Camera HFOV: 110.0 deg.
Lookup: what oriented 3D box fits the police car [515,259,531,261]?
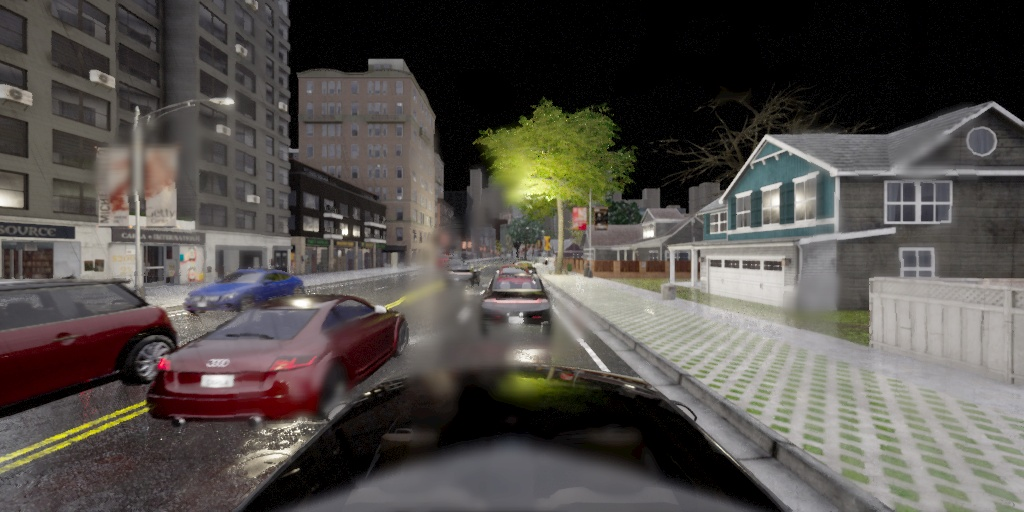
[{"bbox_3d":[1.012,1.154,29.691,1.930,1.638,5.238,0,0,0],"label":"police car"}]

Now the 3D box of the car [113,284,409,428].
[{"bbox_3d":[-3.143,1.312,5.839,1.994,1.385,4.181,0,0,0],"label":"car"}]

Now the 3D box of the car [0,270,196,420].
[{"bbox_3d":[-6.596,1.101,3.969,2.097,1.767,4.553,0,0,0],"label":"car"}]

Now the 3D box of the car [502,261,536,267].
[{"bbox_3d":[0.124,1.218,19.962,1.882,1.535,5.008,0,0,0],"label":"car"}]

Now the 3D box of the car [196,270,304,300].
[{"bbox_3d":[-9.832,1.271,13.700,1.812,1.442,4.674,0,0,0],"label":"car"}]

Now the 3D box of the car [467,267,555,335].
[{"bbox_3d":[0.114,1.239,10.459,2.128,1.511,4.902,0,0,0],"label":"car"}]

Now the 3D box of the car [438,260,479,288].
[{"bbox_3d":[-3.121,1.228,23.413,2.128,1.511,4.902,0,0,0],"label":"car"}]

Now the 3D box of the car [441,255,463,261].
[{"bbox_3d":[-6.547,1.064,41.865,2.097,1.767,4.553,0,0,0],"label":"car"}]

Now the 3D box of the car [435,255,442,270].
[{"bbox_3d":[-9.787,0.918,53.029,2.150,2.045,5.566,0,0,0],"label":"car"}]
